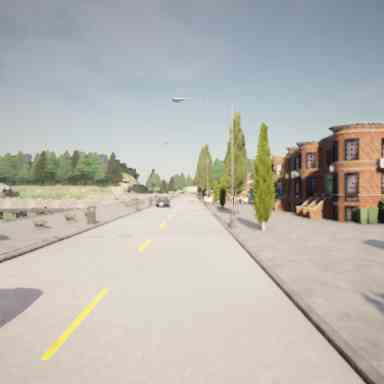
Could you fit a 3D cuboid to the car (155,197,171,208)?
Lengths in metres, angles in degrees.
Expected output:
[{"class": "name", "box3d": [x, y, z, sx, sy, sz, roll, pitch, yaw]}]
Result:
[{"class": "car", "box3d": [-4.077, 1.486, 47.104, 2.128, 1.511, 4.902, 0, 0, 0]}]

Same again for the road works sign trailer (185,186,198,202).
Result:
[{"class": "road works sign trailer", "box3d": [-0.003, 0.454, 73.133, 2.380, 3.560, 2.880, 0, 0, 0]}]
